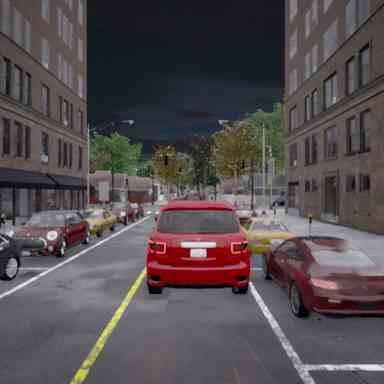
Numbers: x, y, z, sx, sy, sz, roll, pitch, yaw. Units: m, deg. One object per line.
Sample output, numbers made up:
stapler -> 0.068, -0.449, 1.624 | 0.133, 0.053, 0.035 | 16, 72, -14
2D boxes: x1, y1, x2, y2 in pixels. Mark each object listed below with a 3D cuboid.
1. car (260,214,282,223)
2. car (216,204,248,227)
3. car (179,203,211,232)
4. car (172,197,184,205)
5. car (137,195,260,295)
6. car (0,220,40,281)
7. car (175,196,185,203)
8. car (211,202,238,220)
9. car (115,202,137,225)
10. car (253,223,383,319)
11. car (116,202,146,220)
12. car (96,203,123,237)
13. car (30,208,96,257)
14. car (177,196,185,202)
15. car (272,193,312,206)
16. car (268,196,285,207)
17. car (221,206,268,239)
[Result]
car -> 2.689, 1.536, 12.816 | 1.752, 1.417, 4.829 | 0, 0, 0
car -> 2.739, 1.605, 23.682 | 1.802, 1.307, 4.206 | 0, 0, 0
car -> 0.195, 1.527, 21.565 | 1.837, 1.490, 4.892 | 0, 0, 0
car -> -2.761, 1.640, 64.567 | 2.033, 1.411, 5.357 | 0, 0, 1
car -> 0.132, 1.228, 8.848 | 2.150, 2.045, 5.566 | 0, 0, 0
car -> -5.362, 1.555, 7.161 | 2.008, 1.369, 4.403 | 0, 0, 0
car -> -2.703, 1.668, 74.455 | 1.994, 1.385, 4.181 | 0, 0, 0
car -> 2.765, 1.596, 29.201 | 1.947, 1.339, 4.313 | 0, 0, 0
car -> -5.286, 1.463, 23.718 | 1.967, 1.590, 4.097 | 0, 0, 0
car -> 2.663, 1.587, 7.128 | 1.802, 1.307, 4.206 | 0, 0, 0
car -> -5.260, 1.611, 29.236 | 1.802, 1.307, 4.206 | 0, 0, 0
car -> -5.312, 1.541, 18.029 | 1.752, 1.417, 4.829 | 0, 0, 0
car -> -5.337, 1.450, 12.680 | 1.967, 1.590, 4.097 | 0, 0, 0
car -> -2.682, 1.665, 84.706 | 1.812, 1.442, 4.674 | 0, 0, 0
car -> 15.665, 1.178, 52.138 | 5.566, 2.045, 2.150 | 0, 0, -1
car -> 13.600, 1.318, 48.866 | 4.553, 1.767, 2.097 | 0, 0, 0
car -> 2.714, 1.561, 18.164 | 1.887, 1.381, 4.507 | 0, 0, 0
